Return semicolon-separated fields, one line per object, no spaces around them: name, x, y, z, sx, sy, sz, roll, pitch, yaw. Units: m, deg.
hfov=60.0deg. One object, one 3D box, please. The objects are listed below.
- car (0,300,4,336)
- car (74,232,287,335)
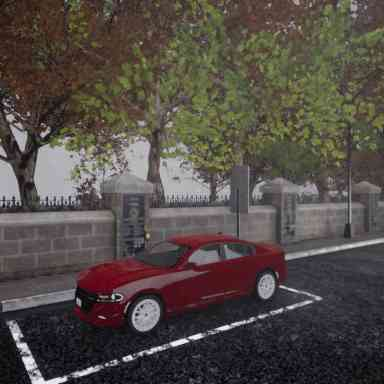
car;-4.490;1.551;3.449;4.403;1.369;2.008;0;0;-36
car;-0.012;1.545;6.711;4.507;1.381;1.887;0;0;-36
